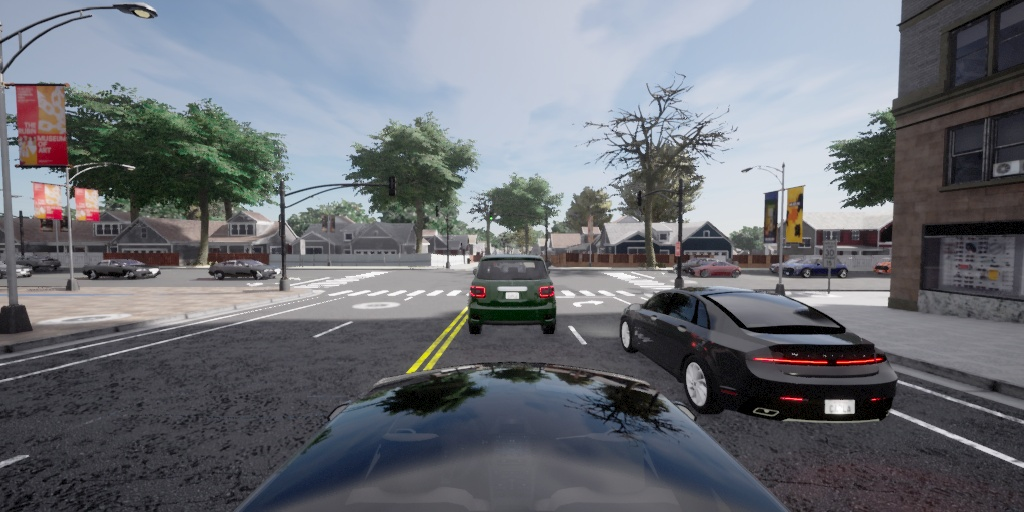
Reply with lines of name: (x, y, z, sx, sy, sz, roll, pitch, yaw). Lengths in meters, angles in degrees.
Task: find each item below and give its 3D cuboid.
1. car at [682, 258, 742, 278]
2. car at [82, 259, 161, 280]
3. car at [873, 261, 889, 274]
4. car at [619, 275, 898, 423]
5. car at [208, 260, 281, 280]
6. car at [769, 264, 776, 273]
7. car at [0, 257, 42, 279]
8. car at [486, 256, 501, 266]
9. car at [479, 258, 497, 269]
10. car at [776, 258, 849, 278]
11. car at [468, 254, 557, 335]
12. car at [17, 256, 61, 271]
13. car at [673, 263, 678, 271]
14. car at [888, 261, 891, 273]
car: (17.339, 1.111, 30.923, 4.181, 1.385, 1.994, 0, 2, 0)
car: (-30.086, 1.007, 27.732, 4.902, 1.511, 2.128, 0, 2, 0)
car: (37.314, 0.881, 34.048, 4.553, 1.767, 2.097, 0, 2, 1)
car: (3.261, 1.251, 5.981, 1.837, 1.490, 4.892, 0, 0, 0)
car: (-20.527, 1.034, 27.671, 4.902, 1.511, 2.128, 0, 2, -2)
car: (27.154, 0.994, 34.122, 4.674, 1.442, 1.812, 0, 2, 0)
car: (-40.246, 1.017, 27.813, 4.674, 1.442, 1.812, 0, 2, 0)
car: (-2.849, 0.785, 56.047, 2.128, 1.511, 4.902, 0, 0, 1)
car: (-3.007, 0.939, 46.118, 1.895, 1.301, 4.718, 0, 0, 1)
car: (25.999, 0.941, 30.871, 4.553, 1.767, 2.097, 0, 2, 0)
car: (-0.008, 0.968, 10.606, 2.150, 2.045, 5.566, 0, 0, 0)
car: (-46.611, 0.711, 34.512, 4.902, 1.511, 2.128, 0, 2, 1)
car: (17.953, 0.916, 34.167, 4.902, 1.511, 2.128, 0, 2, 1)
car: (36.198, 1.139, 30.817, 4.902, 1.511, 2.128, 0, 2, 0)
